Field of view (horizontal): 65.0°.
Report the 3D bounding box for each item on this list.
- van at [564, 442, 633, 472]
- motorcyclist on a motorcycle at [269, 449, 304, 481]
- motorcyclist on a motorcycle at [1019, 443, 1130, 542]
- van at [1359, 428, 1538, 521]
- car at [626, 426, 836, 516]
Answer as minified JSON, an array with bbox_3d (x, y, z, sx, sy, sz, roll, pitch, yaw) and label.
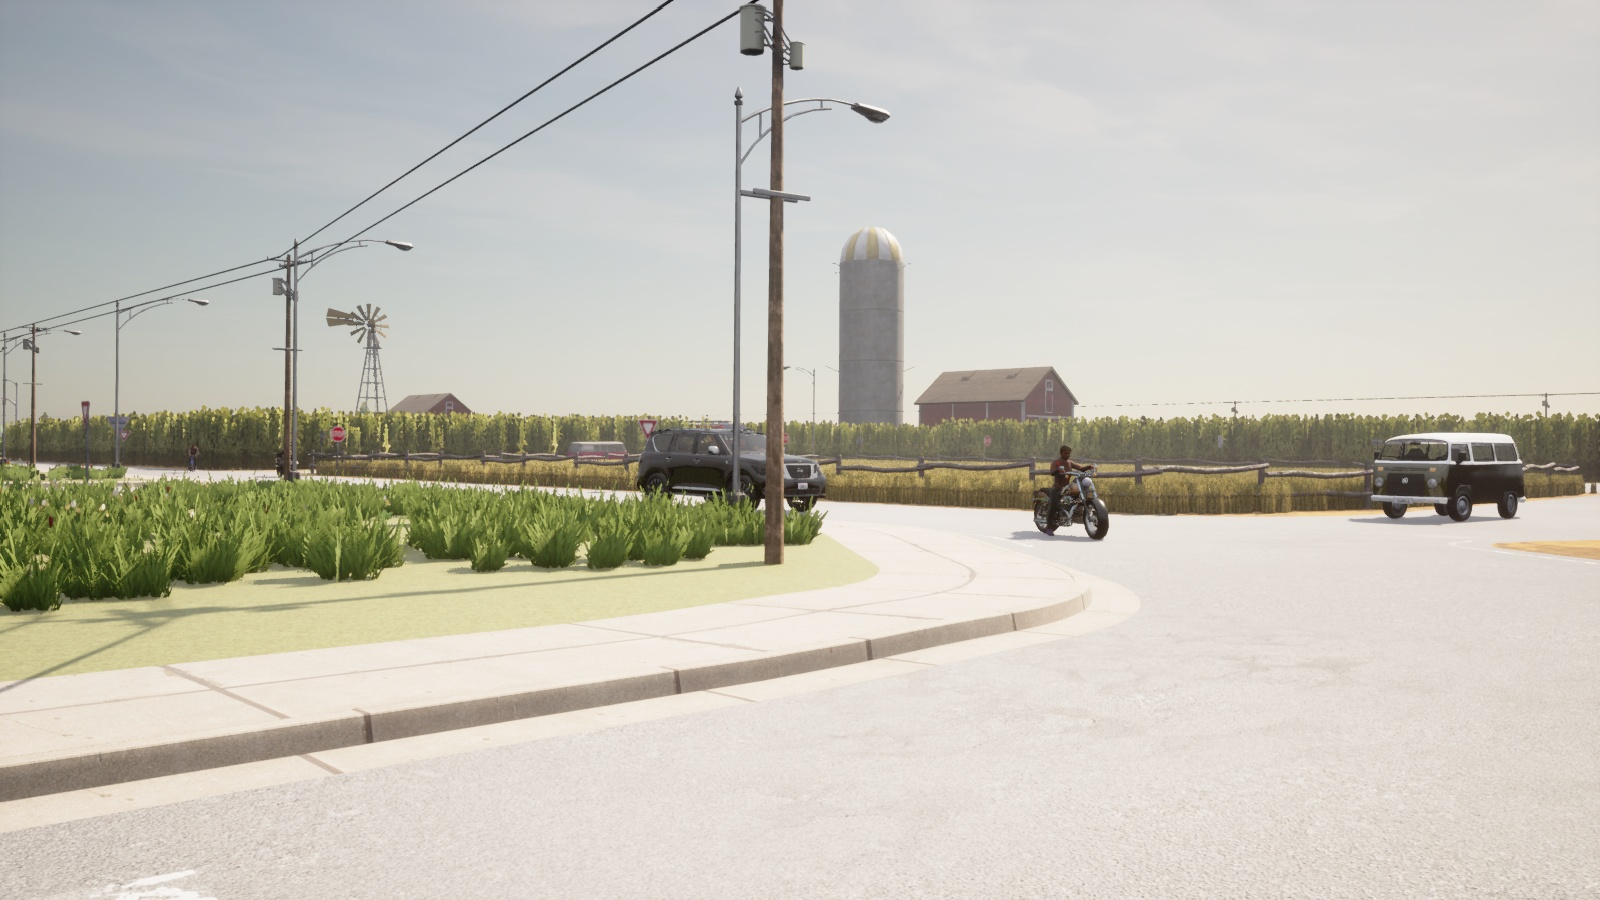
[{"bbox_3d":[-13.882,0.476,86.650,4.442,1.987,1.775,0,0,-43],"label":"van"},{"bbox_3d":[-25.120,0.727,61.364,0.866,1.530,2.191,0,0,-43],"label":"motorcyclist on a motorcycle"},{"bbox_3d":[4.776,0.704,22.069,0.766,1.649,2.350,0,0,-20],"label":"motorcyclist on a motorcycle"},{"bbox_3d":[15.352,0.536,29.645,4.480,2.038,2.069,0,0,-38],"label":"van"},{"bbox_3d":[-1.833,0.475,31.244,2.150,2.045,5.566,0,0,-43],"label":"car"}]
